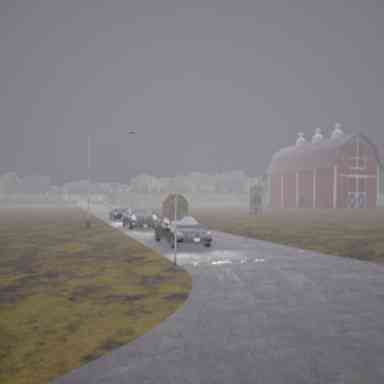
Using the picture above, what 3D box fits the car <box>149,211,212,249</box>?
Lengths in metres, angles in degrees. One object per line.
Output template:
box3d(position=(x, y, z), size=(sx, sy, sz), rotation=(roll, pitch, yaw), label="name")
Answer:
box3d(position=(-0.592, 1.860, 16.566), size=(1.812, 1.442, 4.674), rotation=(1, -2, -20), label="car")

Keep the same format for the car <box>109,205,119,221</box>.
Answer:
box3d(position=(-7.703, 2.399, 35.643), size=(1.895, 1.301, 4.718), rotation=(1, -2, -20), label="car")

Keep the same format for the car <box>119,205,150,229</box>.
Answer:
box3d(position=(-4.125, 1.917, 26.036), size=(2.097, 1.767, 4.553), rotation=(1, -2, -20), label="car")
